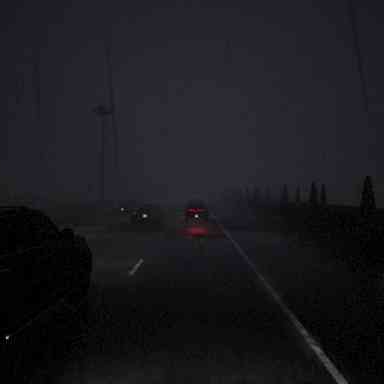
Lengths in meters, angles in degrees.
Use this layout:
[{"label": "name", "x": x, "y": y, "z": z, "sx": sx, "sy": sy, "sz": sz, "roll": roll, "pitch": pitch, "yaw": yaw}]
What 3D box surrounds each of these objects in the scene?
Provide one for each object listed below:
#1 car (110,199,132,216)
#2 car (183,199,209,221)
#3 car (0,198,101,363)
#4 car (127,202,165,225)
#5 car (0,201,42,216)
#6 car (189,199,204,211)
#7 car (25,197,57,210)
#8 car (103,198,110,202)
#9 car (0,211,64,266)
[{"label": "car", "x": -6.566, "y": 1.597, "z": 33.509, "sx": 1.994, "sy": 1.385, "sz": 4.181, "roll": 0, "pitch": 0, "yaw": 1}, {"label": "car", "x": 0.369, "y": 1.536, "z": 27.195, "sx": 1.837, "sy": 1.490, "sz": 4.892, "roll": 0, "pitch": 0, "yaw": 1}, {"label": "car", "x": -3.345, "y": 1.217, "z": 5.202, "sx": 2.150, "sy": 2.045, "sz": 5.566, "roll": 0, "pitch": 0, "yaw": 0}, {"label": "car", "x": -3.159, "y": 1.582, "z": 24.454, "sx": 1.994, "sy": 1.385, "sz": 4.181, "roll": 0, "pitch": 0, "yaw": 1}, {"label": "car", "x": -17.238, "y": 1.613, "z": 33.658, "sx": 1.895, "sy": 1.301, "sz": 4.718, "roll": 0, "pitch": 0, "yaw": 1}, {"label": "car", "x": 0.530, "y": 1.600, "z": 42.737, "sx": 1.812, "sy": 1.442, "sz": 4.674, "roll": 0, "pitch": 0, "yaw": 1}, {"label": "car", "x": -20.572, "y": 1.535, "z": 45.541, "sx": 2.128, "sy": 1.511, "sz": 4.902, "roll": 0, "pitch": 0, "yaw": 1}, {"label": "car", "x": -13.464, "y": 1.685, "z": 53.355, "sx": 1.895, "sy": 1.301, "sz": 4.718, "roll": 0, "pitch": 0, "yaw": 1}, {"label": "car", "x": -6.785, "y": 1.541, "z": 12.284, "sx": 2.033, "sy": 1.411, "sz": 5.357, "roll": 0, "pitch": 0, "yaw": 1}]
